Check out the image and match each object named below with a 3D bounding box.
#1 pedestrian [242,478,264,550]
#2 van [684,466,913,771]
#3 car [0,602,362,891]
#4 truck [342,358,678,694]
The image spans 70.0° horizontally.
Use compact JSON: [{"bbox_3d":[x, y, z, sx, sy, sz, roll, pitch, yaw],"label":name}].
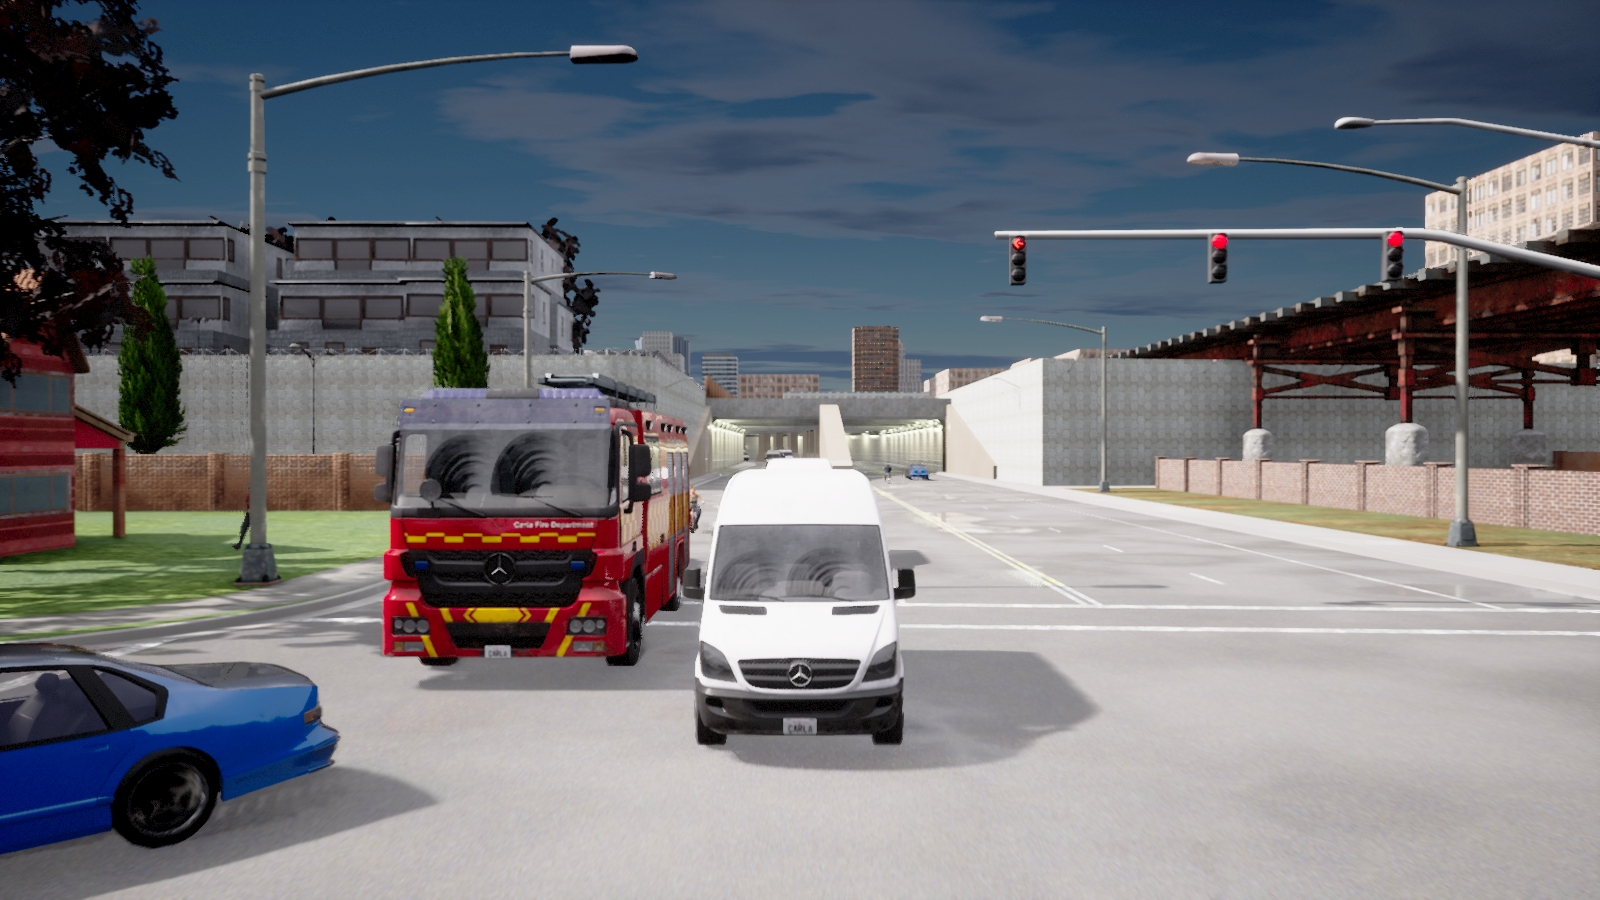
[{"bbox_3d":[-14.263,1.668,29.788,0.375,1.860,0.375,0,0,19],"label":"pedestrian"},{"bbox_3d":[-0.015,1.510,12.896,1.988,2.561,5.915,0,0,0],"label":"van"},{"bbox_3d":[-6.011,2.084,7.709,2.033,1.411,5.357,0,0,44],"label":"car"},{"bbox_3d":[-3.744,0.865,17.222,2.891,3.827,8.468,0,0,0],"label":"truck"}]
